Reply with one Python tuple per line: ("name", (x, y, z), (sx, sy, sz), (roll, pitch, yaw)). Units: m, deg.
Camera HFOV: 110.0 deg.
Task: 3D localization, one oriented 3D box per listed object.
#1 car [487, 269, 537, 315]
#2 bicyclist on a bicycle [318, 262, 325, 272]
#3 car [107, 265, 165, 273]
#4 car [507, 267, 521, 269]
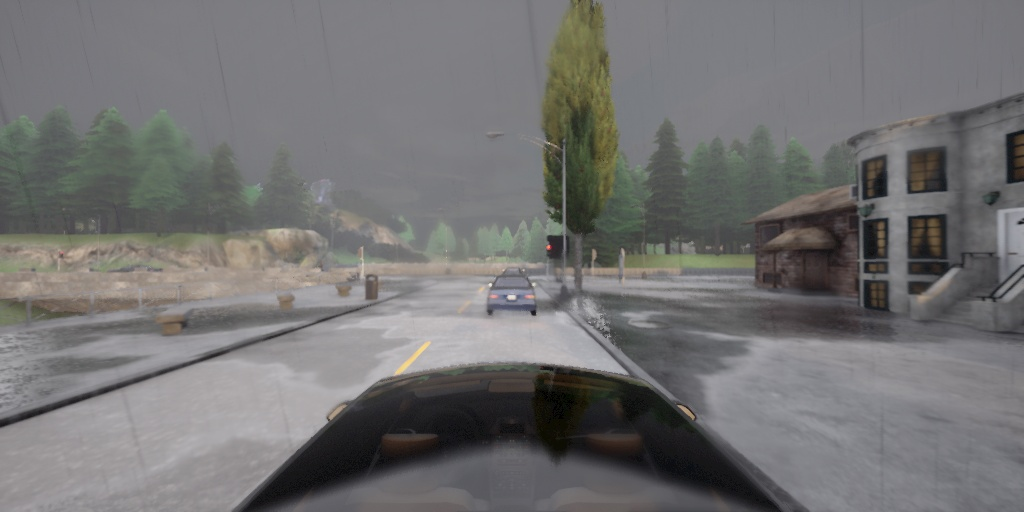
("car", (0.013, 1.435, 14.352), (2.033, 1.411, 5.357), (0, -1, 0))
("bicyclist on a bicycle", (-24.501, 1.581, 46.033), (0.582, 1.620, 1.656), (0, 0, 0))
("car", (-43.704, 1.732, 41.746), (5.357, 1.411, 2.033), (0, -1, 0))
("car", (0.140, 1.625, 30.275), (1.994, 1.385, 4.181), (0, -1, 3))
